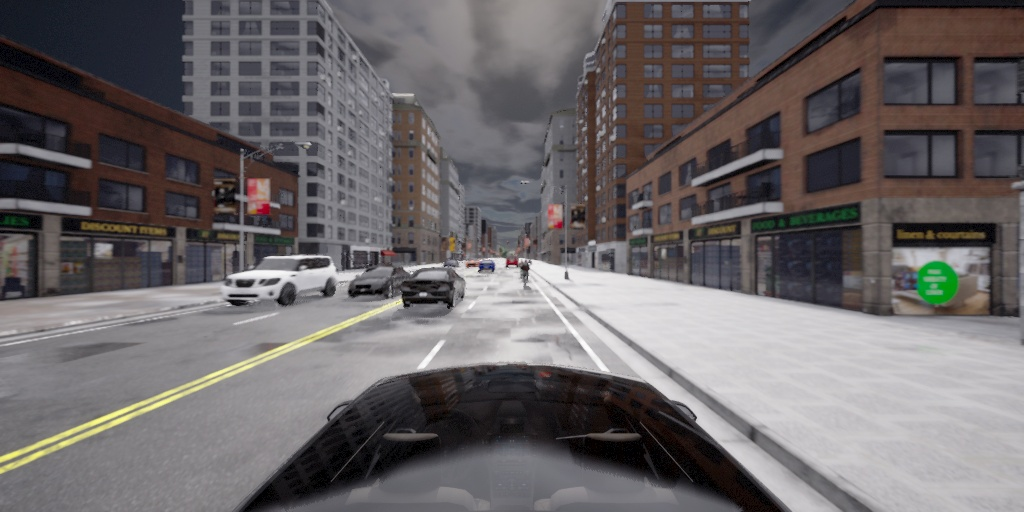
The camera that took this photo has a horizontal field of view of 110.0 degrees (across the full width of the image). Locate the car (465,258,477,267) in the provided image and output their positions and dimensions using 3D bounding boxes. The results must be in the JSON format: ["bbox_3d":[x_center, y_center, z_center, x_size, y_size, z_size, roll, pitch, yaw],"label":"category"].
[{"bbox_3d":[-6.524,1.086,59.896,2.097,1.767,4.553,0,0,1],"label":"car"}]

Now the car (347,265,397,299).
[{"bbox_3d":[-6.592,1.249,18.274,1.837,1.490,4.892,0,0,0],"label":"car"}]

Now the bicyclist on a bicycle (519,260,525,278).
[{"bbox_3d":[0.902,1.193,32.718,0.582,1.620,1.656,0,0,0],"label":"bicyclist on a bicycle"}]

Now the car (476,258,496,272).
[{"bbox_3d":[-3.136,1.214,46.269,1.882,1.535,5.008,0,0,0],"label":"car"}]

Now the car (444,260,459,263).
[{"bbox_3d":[-9.768,1.282,58.126,2.033,1.411,5.357,0,0,1],"label":"car"}]

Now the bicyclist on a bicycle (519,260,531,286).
[{"bbox_3d":[0.899,1.113,23.270,0.659,1.776,1.843,0,0,0],"label":"bicyclist on a bicycle"}]

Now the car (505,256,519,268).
[{"bbox_3d":[0.042,0.956,62.413,2.150,2.045,5.566,0,0,1],"label":"car"}]

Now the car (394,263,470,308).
[{"bbox_3d":[-3.146,1.223,15.194,1.882,1.535,5.008,0,0,0],"label":"car"}]

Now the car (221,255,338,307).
[{"bbox_3d":[-9.844,0.967,15.871,2.150,2.045,5.566,0,0,0],"label":"car"}]
